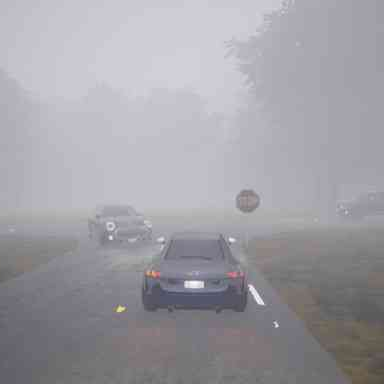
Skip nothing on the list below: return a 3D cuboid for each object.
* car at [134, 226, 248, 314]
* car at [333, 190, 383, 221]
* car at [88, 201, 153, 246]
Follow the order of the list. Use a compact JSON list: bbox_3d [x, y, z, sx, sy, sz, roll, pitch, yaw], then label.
[{"bbox_3d":[0.098,1.563,7.735,1.994,1.385,4.181,0,0,2],"label":"car"},{"bbox_3d":[13.200,0.924,24.015,5.566,2.045,2.150,-1,1,-1],"label":"car"},{"bbox_3d":[-3.405,1.350,15.333,2.097,1.767,4.553,-1,0,-27],"label":"car"}]
